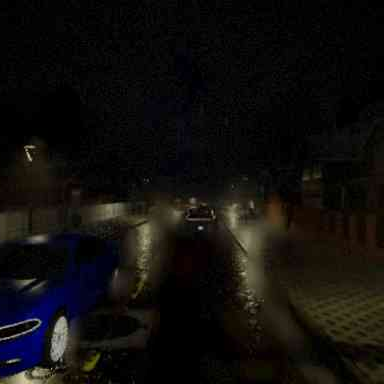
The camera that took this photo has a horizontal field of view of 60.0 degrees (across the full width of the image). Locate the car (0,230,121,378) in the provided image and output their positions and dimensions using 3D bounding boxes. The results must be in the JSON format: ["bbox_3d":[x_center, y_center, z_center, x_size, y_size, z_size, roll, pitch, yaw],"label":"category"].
[{"bbox_3d":[-2.654,1.542,6.053,1.882,1.535,5.008,0,-1,1],"label":"car"}]

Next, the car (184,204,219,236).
[{"bbox_3d":[0.563,1.708,19.994,2.128,1.511,4.902,0,-1,2],"label":"car"}]
